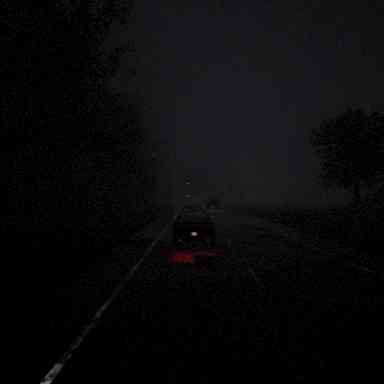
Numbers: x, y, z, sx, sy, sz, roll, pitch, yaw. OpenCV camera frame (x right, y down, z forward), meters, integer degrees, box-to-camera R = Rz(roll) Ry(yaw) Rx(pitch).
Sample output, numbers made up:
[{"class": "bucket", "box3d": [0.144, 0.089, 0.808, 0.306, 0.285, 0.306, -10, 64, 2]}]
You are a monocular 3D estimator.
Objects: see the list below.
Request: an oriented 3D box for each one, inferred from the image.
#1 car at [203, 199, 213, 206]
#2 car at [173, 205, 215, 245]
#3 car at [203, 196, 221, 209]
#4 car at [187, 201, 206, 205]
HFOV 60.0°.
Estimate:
[{"class": "car", "box3d": [3.483, 2.205, 73.416, 1.812, 1.442, 4.674, 0, -1, 0]}, {"class": "car", "box3d": [0.094, 1.629, 16.437, 1.882, 1.535, 5.008, 0, -1, 0]}, {"class": "car", "box3d": [3.581, 1.733, 56.001, 2.150, 2.045, 5.566, 0, -1, -1]}, {"class": "car", "box3d": [0.090, 1.882, 34.473, 1.994, 1.385, 4.181, 0, -1, 0]}]
